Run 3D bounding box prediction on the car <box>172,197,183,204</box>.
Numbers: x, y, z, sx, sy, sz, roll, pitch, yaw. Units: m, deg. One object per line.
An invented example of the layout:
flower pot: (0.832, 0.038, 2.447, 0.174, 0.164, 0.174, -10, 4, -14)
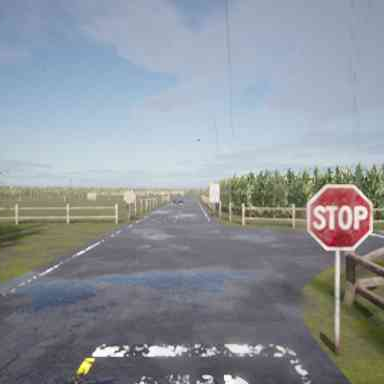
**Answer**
car: (-2.723, 1.593, 65.388, 1.994, 1.385, 4.181, 0, 0, 0)
